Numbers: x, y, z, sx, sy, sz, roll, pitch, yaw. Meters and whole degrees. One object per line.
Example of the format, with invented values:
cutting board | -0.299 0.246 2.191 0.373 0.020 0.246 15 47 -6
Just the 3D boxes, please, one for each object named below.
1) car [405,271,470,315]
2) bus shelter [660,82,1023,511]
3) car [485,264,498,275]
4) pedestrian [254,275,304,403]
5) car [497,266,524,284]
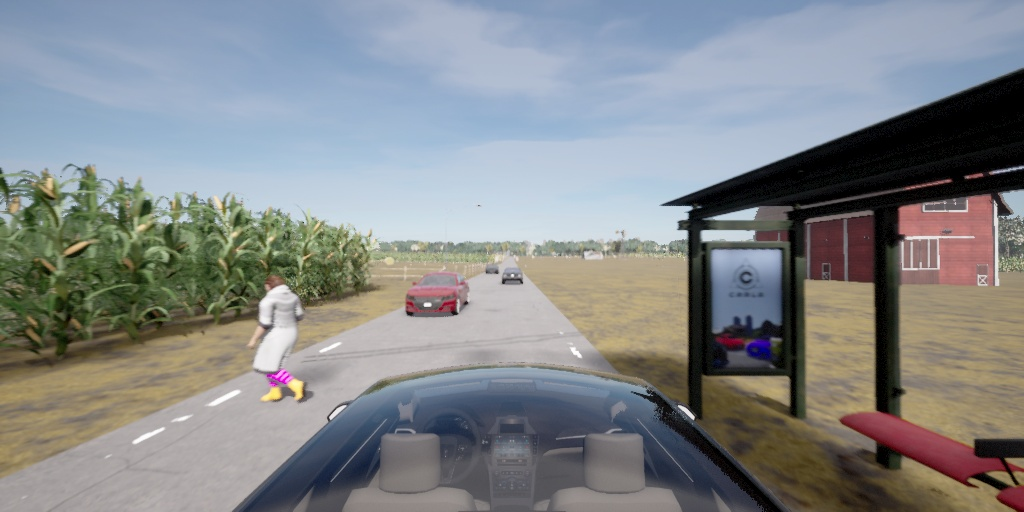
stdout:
car | -2.859 1.398 14.600 1.882 1.535 5.008 0 -1 0
bus shelter | 3.124 0.644 3.247 1.920 2.740 3.880 0 0 0
car | -2.869 1.916 52.391 1.882 1.535 5.008 0 -1 0
pedestrian | -3.249 1.085 5.015 0.375 1.860 0.375 0 -1 0
car | 0.079 1.698 31.800 2.033 1.411 5.357 0 -1 1
